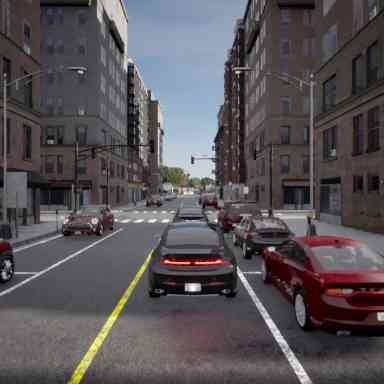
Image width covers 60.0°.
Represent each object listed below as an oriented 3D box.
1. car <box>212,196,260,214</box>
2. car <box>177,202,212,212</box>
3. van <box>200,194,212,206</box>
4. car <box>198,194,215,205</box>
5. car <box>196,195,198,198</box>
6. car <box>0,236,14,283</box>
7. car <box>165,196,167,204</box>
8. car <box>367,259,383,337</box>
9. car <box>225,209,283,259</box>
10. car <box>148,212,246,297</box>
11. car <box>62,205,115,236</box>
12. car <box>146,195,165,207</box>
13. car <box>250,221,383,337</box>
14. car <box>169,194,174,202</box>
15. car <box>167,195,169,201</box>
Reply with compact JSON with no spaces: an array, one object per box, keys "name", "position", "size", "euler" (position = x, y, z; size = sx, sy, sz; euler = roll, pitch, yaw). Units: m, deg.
[{"name":"car","position":[2.519,1.312,18.077],"size":[2.192,1.841,5.009],"euler":[0,0,0]},{"name":"car","position":[-0.057,1.502,17.950],"size":[1.837,1.490,4.892],"euler":[0,0,0]},{"name":"van","position":[2.318,1.331,56.140],"size":[1.690,1.788,3.998],"euler":[0,0,0]},{"name":"car","position":[2.401,1.307,45.133],"size":[2.192,1.841,5.009],"euler":[0,0,0]},{"name":"car","position":[2.277,1.303,61.644],"size":[2.192,1.841,5.009],"euler":[0,0,0]},{"name":"car","position":[-5.429,1.439,6.658],"size":[1.967,1.590,4.097],"euler":[0,0,0]},{"name":"car","position":[-5.790,1.556,56.084],"size":[1.947,1.339,4.313],"euler":[0,0,0]},{"name":"car","position":[2.634,1.440,1.031],"size":[1.967,1.590,4.097],"euler":[0,0,0]},{"name":"car","position":[2.558,1.549,12.395],"size":[2.008,1.369,4.403],"euler":[0,0,0]},{"name":"car","position":[0.015,1.504,8.534],"size":[1.837,1.490,4.892],"euler":[0,0,0]},{"name":"car","position":[-5.505,1.438,18.022],"size":[1.967,1.590,4.097],"euler":[0,0,0]},{"name":"car","position":[-5.755,1.306,50.581],"size":[2.192,1.841,5.009],"euler":[0,0,0]},{"name":"car","position":[2.596,1.544,6.713],"size":[1.887,1.381,4.507],"euler":[0,0,0]},{"name":"car","position":[-5.929,1.529,78.099],"size":[1.887,1.381,4.507],"euler":[0,0,0]},{"name":"car","position":[-5.824,1.539,61.588],"size":[2.008,1.369,4.403],"euler":[0,0,0]}]
